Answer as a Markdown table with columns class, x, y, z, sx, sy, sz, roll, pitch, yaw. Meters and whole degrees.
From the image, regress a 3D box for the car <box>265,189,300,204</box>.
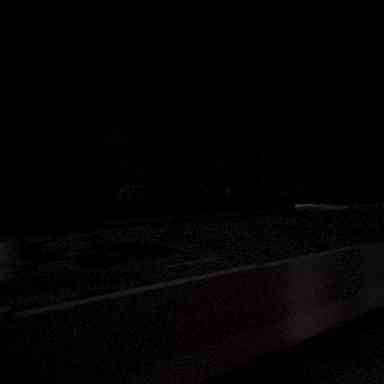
| class | x | y | z | sx | sy | sz | roll | pitch | yaw |
| --- | --- | --- | --- | --- | --- | --- | --- | --- | --- |
| car | 12.160 | 0.628 | 45.977 | 2.150 | 2.045 | 5.566 | -1 | 2 | -39 |

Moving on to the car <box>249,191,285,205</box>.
| class | x | y | z | sx | sy | sz | roll | pitch | yaw |
| --- | --- | --- | --- | --- | --- | --- | --- | --- | --- |
| car | 9.307 | 0.949 | 44.047 | 1.882 | 1.535 | 5.008 | -1 | 1 | -35 |
